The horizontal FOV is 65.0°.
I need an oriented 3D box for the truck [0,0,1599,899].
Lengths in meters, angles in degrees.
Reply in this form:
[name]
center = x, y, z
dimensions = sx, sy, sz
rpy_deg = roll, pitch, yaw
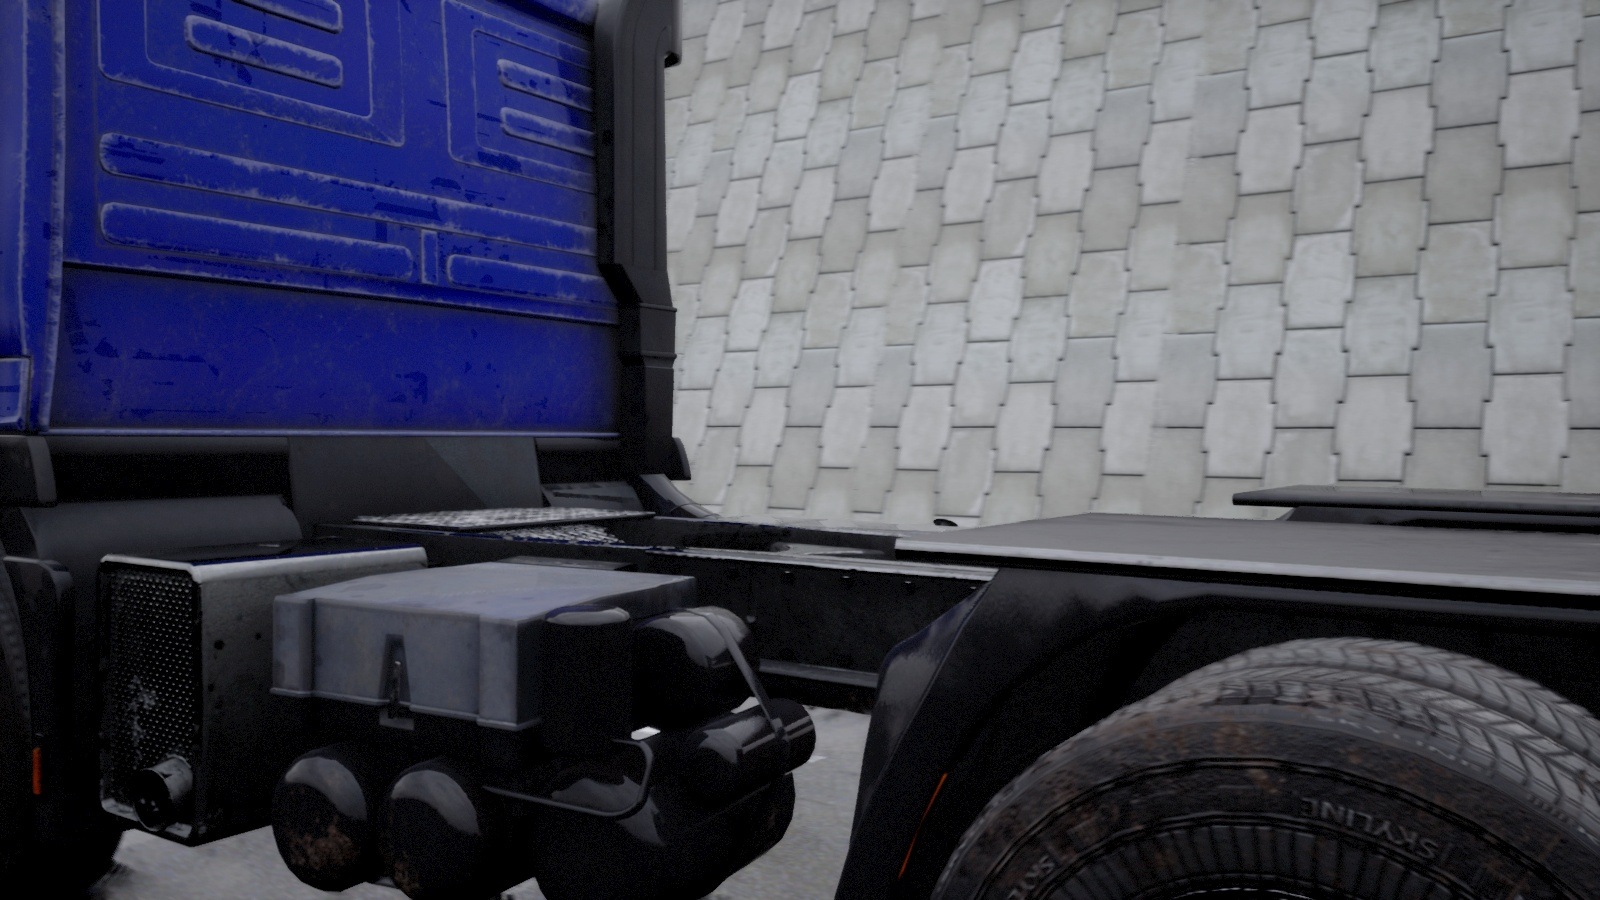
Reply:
[truck]
center = 0.114, -0.300, 3.529
dimensions = 7.936, 3.462, 2.891
rpy_deg = 0, 1, 34
